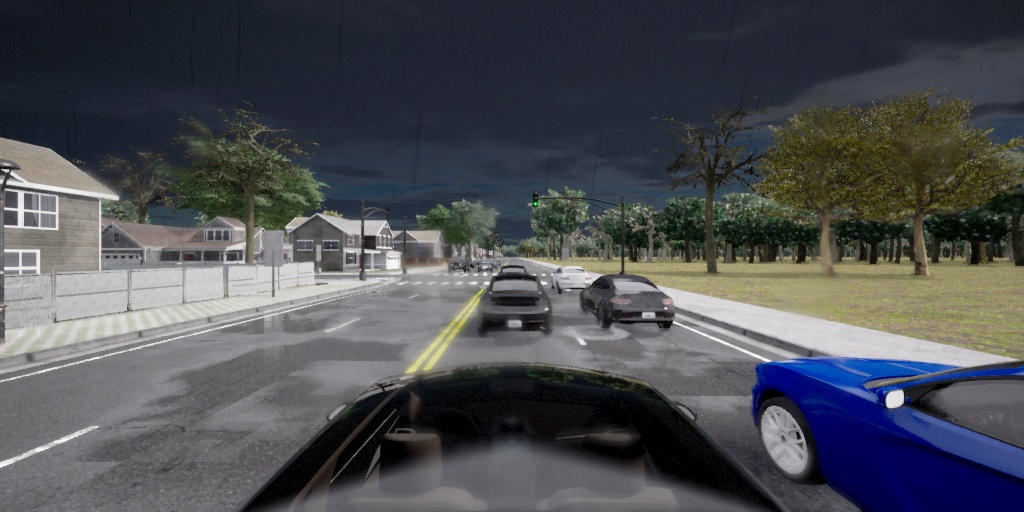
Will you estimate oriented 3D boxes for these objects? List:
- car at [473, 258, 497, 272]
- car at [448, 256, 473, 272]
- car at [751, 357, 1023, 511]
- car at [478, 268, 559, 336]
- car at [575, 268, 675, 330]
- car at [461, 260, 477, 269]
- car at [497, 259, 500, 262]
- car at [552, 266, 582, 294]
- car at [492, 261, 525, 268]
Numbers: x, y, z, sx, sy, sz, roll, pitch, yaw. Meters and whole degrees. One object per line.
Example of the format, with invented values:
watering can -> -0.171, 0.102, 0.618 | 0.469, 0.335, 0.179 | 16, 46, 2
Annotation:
car -> -3.314, 1.233, 45.419 | 2.128, 1.511, 4.902 | 0, 0, -1
car -> -6.557, 0.964, 45.088 | 2.150, 2.045, 5.566 | 0, 0, 0
car -> 3.350, 1.228, 1.616 | 1.882, 1.535, 5.008 | 0, 0, 0
car -> 0.091, 1.255, 10.372 | 1.837, 1.490, 4.892 | 0, 0, 0
car -> 3.342, 1.276, 11.048 | 1.812, 1.442, 4.674 | 0, 0, 0
car -> -6.537, 1.333, 55.251 | 1.895, 1.301, 4.718 | 0, 0, 0
car -> -3.284, 1.085, 55.381 | 2.097, 1.767, 4.553 | 0, 0, 0
car -> 3.329, 1.275, 20.388 | 1.812, 1.442, 4.674 | 0, 0, 0
car -> 0.076, 1.256, 19.986 | 1.837, 1.490, 4.892 | 0, 0, 0
